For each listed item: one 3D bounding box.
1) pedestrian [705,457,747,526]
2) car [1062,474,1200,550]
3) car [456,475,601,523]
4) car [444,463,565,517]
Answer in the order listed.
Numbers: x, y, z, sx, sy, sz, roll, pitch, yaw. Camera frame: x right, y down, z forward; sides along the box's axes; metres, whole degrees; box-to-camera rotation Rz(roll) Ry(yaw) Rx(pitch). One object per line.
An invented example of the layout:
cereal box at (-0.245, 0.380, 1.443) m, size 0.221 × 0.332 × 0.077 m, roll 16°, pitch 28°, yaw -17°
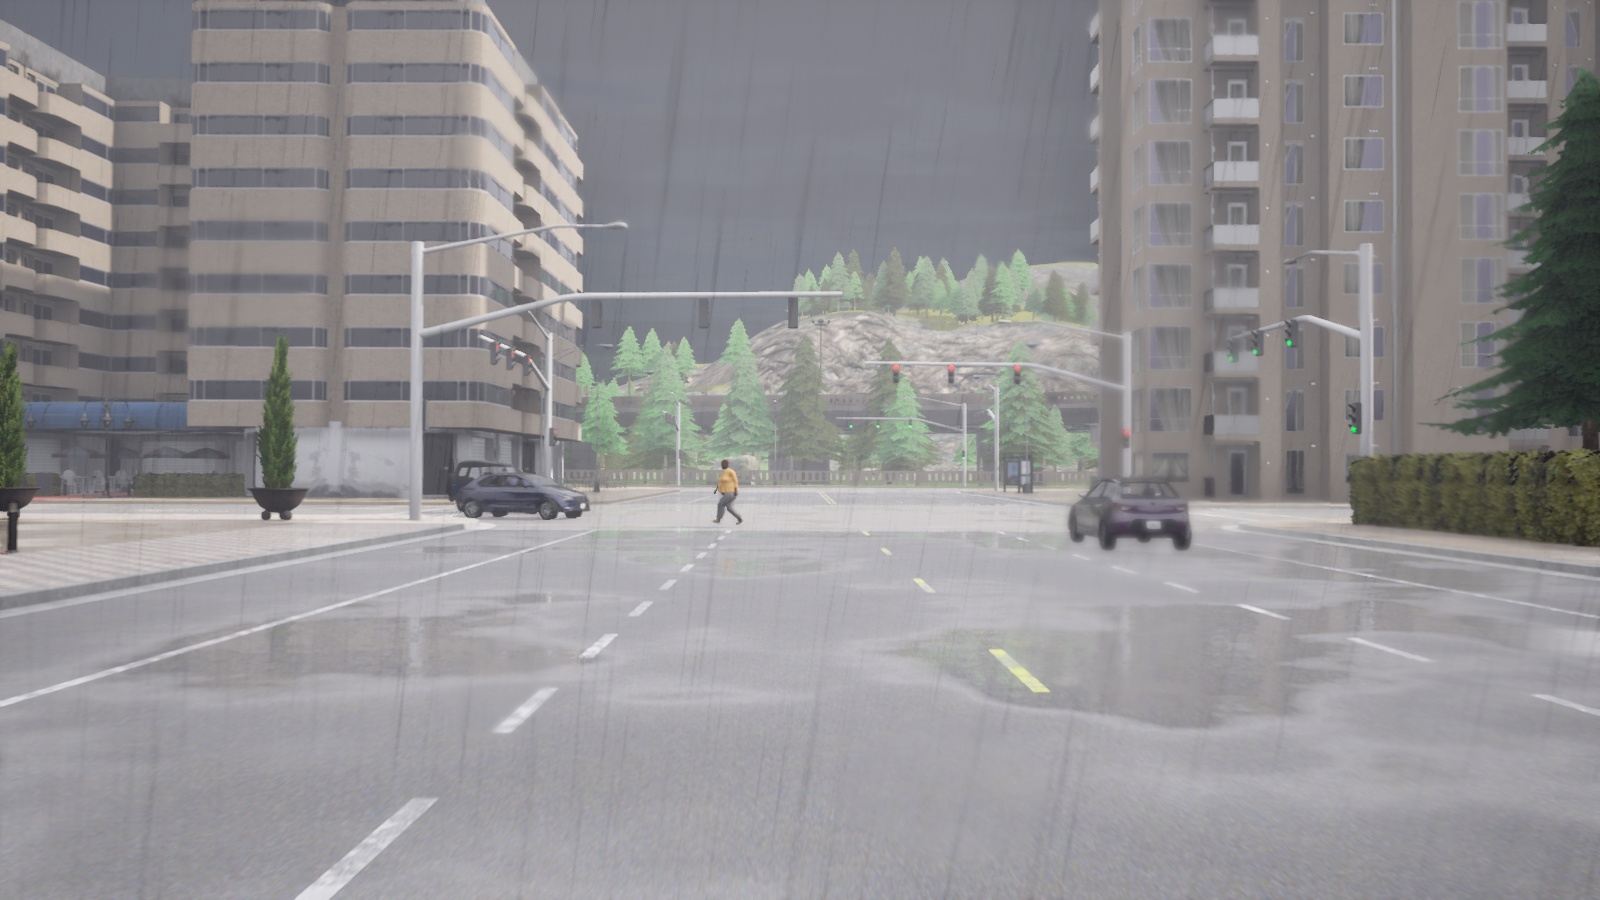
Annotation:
pedestrian at (-2.033, 1.139, 34.512) m, size 0.900 × 1.855 × 0.874 m, roll 0°, pitch -1°, yaw -25°
car at (6.938, 1.248, 26.747) m, size 1.816 × 1.474 × 4.193 m, roll 0°, pitch -1°, yaw 0°
car at (-8.669, 1.534, 40.098) m, size 4.193 × 1.474 × 1.816 m, roll -1°, pitch -1°, yaw 20°
car at (-10.546, 1.407, 45.035) m, size 3.866 × 1.878 × 1.905 m, roll 0°, pitch -1°, yaw 0°
